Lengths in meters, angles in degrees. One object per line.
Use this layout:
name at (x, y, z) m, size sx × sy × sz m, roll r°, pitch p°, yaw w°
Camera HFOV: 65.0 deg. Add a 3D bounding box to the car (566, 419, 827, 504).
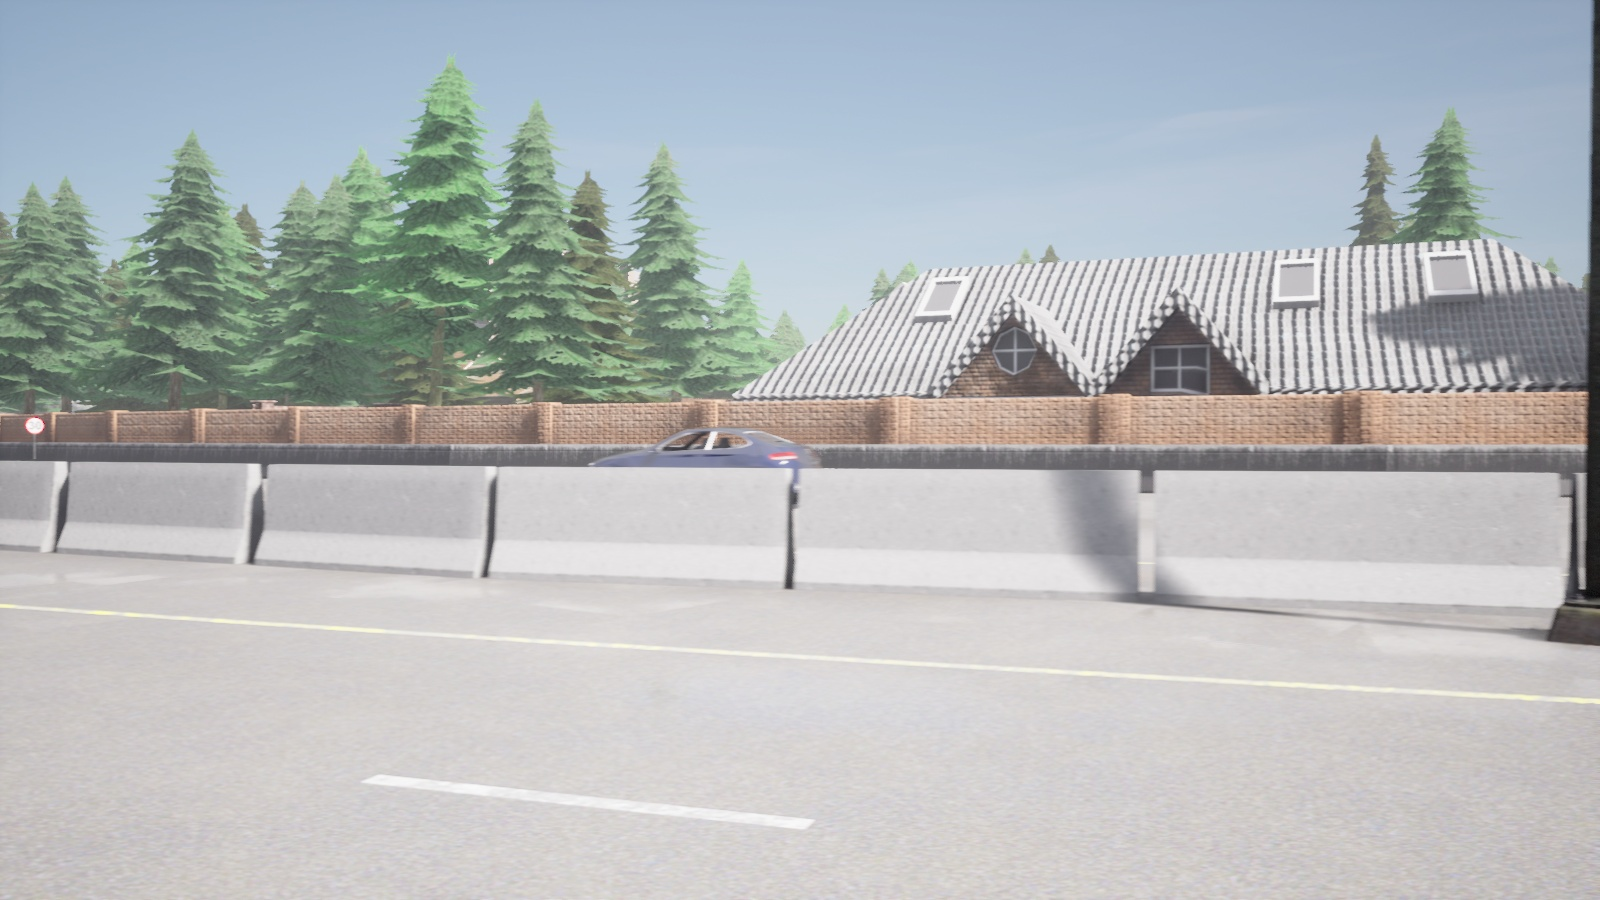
car at (-2.159, 0.182, 26.347) m, size 5.027 × 1.651 × 2.152 m, roll 1°, pitch 1°, yaw 22°
